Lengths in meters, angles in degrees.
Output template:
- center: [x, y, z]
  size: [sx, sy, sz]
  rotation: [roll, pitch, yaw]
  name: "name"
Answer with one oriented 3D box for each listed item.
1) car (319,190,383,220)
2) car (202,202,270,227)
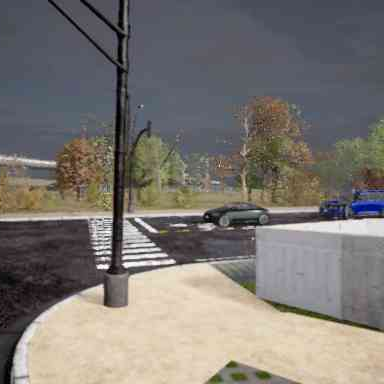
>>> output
- center: [11.882, 0.918, 23.865]
  size: [5.566, 2.045, 2.150]
  rotation: [0, 2, -18]
  name: "car"
- center: [2.771, 1.327, 20.830]
  size: [4.181, 1.385, 1.994]
  rotation: [0, 2, -18]
  name: "car"
